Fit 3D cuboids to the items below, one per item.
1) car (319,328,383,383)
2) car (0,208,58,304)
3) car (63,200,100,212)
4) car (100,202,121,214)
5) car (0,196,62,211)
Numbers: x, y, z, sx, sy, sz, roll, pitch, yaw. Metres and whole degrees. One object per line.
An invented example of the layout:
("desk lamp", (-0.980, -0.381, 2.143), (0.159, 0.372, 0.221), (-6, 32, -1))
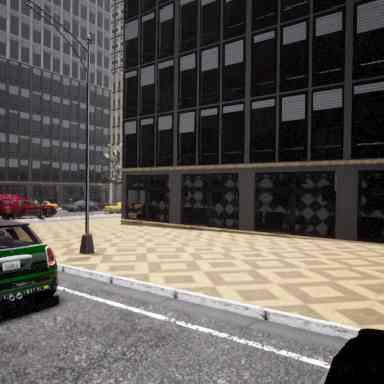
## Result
("car", (3.014, 1.601, 1.530), (4.718, 1.301, 1.895), (0, 0, 36))
("car", (-4.984, 1.348, 7.248), (4.553, 1.767, 2.097), (0, 0, 36))
("car", (-13.552, 1.747, 41.687), (2.033, 1.411, 5.357), (1, 0, 37))
("car", (-8.098, 1.830, 39.338), (1.752, 1.417, 4.829), (1, 0, 37))
("car", (-14.912, 1.519, 30.138), (2.192, 1.841, 5.009), (1, 0, 37))
